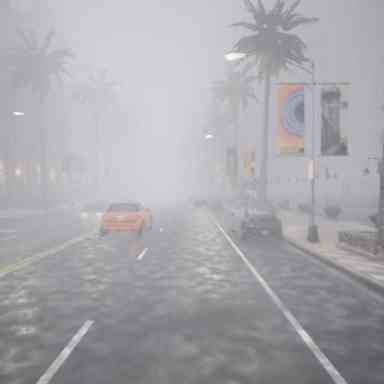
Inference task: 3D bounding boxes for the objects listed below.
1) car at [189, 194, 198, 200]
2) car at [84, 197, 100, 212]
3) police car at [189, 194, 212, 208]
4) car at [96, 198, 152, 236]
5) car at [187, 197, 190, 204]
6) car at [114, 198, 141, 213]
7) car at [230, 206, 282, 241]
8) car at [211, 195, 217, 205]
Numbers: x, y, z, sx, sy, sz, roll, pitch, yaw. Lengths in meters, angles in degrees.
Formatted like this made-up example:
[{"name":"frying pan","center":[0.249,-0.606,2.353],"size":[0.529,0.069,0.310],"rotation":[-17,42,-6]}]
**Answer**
[{"name":"car","center":[0.335,1.120,74.764],"size":[2.033,1.411,5.357],"rotation":[0,0,1]},{"name":"car","center":[-10.637,1.366,37.487],"size":[1.882,1.535,5.008],"rotation":[0,0,0]},{"name":"police car","center":[1.048,1.184,44.148],"size":[1.930,1.638,5.238],"rotation":[-8,3,0]},{"name":"car","center":[-3.424,1.297,18.113],"size":[2.097,1.767,4.553],"rotation":[0,0,0]},{"name":"car","center":[0.269,1.315,60.608],"size":[1.837,1.490,4.892],"rotation":[0,0,1]},{"name":"car","center":[-7.141,1.434,37.303],"size":[2.033,1.411,5.357],"rotation":[0,0,0]},{"name":"car","center":[3.066,1.427,16.418],"size":[2.231,1.521,4.892],"rotation":[0,0,0]},{"name":"car","center":[3.318,1.298,67.722],"size":[2.161,1.482,4.786],"rotation":[0,0,0]}]
